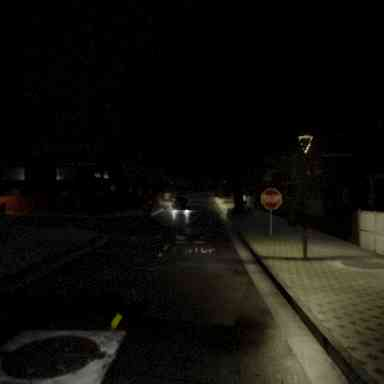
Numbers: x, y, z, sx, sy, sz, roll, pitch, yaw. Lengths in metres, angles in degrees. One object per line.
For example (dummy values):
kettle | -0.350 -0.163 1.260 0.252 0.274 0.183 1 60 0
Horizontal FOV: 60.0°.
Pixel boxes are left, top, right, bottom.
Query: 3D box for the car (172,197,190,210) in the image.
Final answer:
car | -1.282 1.367 40.513 1.837 1.490 4.892 0 3 2
